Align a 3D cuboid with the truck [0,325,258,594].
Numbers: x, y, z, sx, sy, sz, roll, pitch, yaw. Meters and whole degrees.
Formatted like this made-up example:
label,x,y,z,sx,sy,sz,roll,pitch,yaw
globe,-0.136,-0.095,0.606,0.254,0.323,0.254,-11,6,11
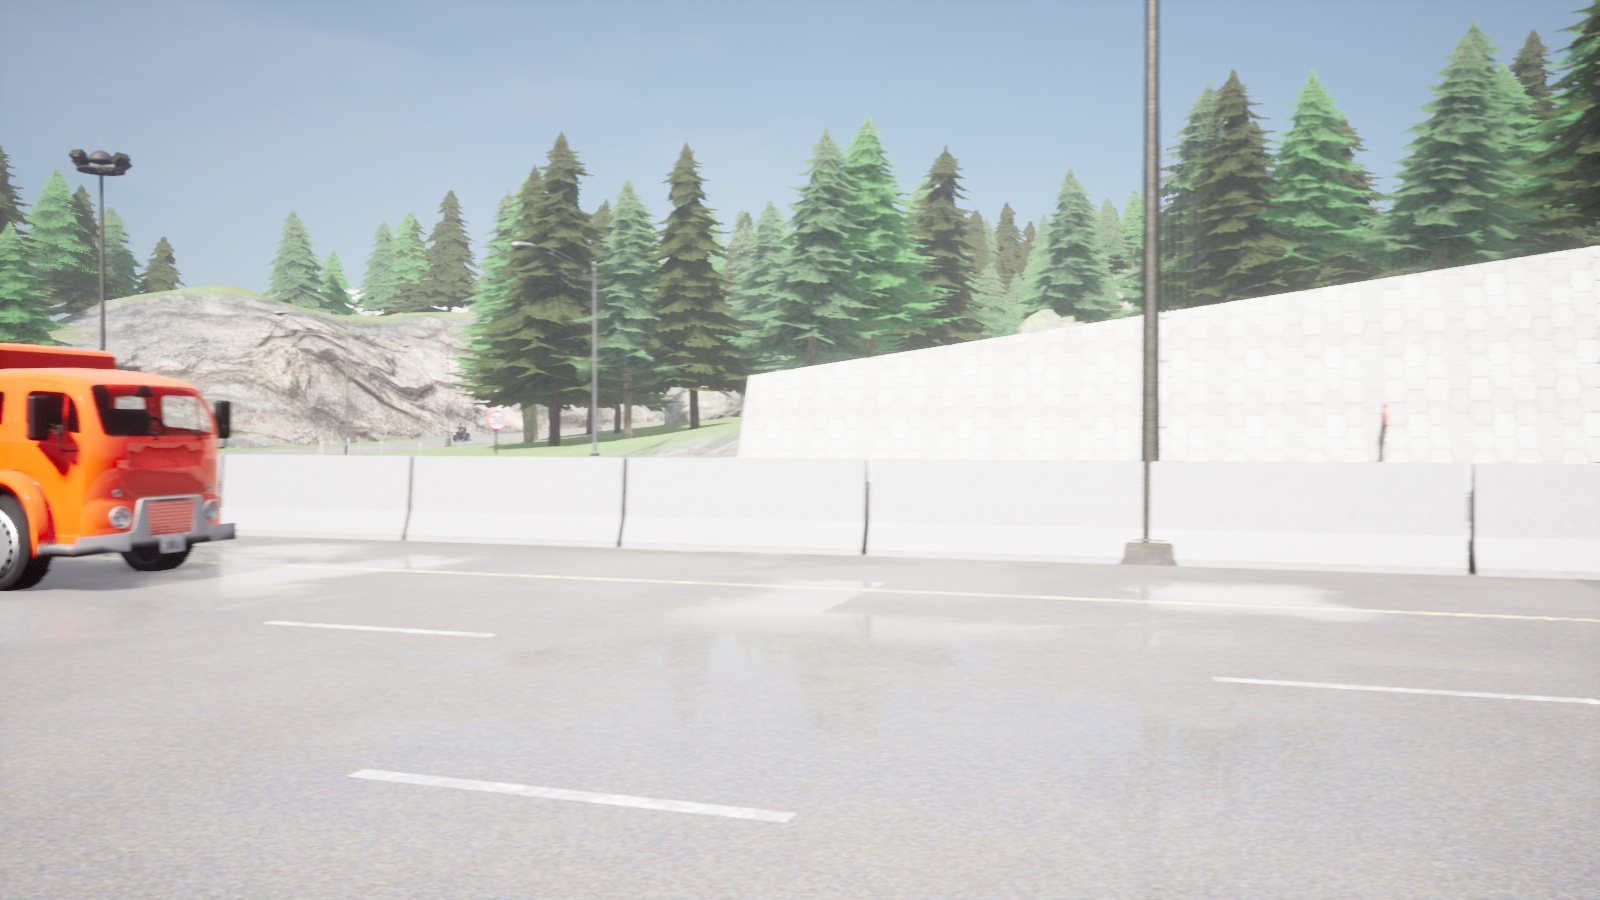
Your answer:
label,x,y,z,sx,sy,sz,roll,pitch,yaw
truck,-8.921,0.047,13.573,5.204,2.467,2.627,1,1,19
